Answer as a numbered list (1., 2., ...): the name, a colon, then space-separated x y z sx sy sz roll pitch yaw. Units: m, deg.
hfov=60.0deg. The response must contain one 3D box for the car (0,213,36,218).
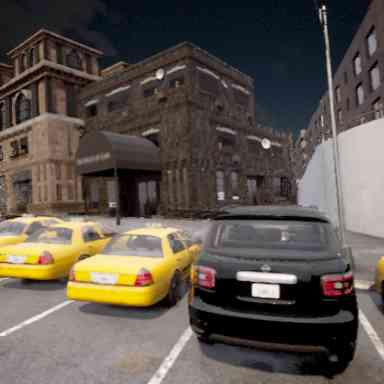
1. car: -5.794 1.553 11.368 1.946 1.575 5.366 0 -1 16

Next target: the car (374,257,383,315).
1. car: 3.939 1.495 4.401 1.946 1.575 5.366 0 -1 16

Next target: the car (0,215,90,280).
1. car: -3.264 1.535 9.979 1.946 1.575 5.366 0 -1 16

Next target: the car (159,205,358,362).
1. car: 1.559 1.255 6.349 2.435 2.045 5.566 0 -1 16

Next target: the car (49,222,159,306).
1. car: -0.830 1.517 8.239 1.946 1.575 5.366 0 -1 16
